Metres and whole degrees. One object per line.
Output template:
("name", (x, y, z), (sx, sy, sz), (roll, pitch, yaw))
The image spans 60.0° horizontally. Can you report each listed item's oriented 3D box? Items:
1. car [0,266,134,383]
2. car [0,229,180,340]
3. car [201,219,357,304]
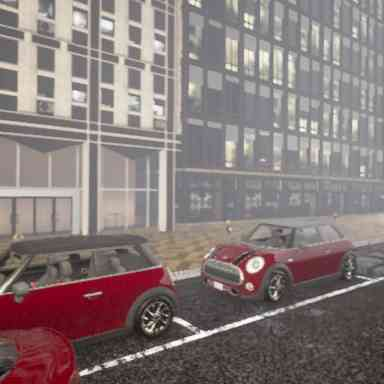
("car", (-2.792, 1.527, 1.386), (4.674, 1.442, 1.812), (0, 0, -36))
("car", (-2.273, 1.440, 4.926), (4.097, 1.590, 1.967), (0, 1, -35))
("car", (2.183, 1.433, 8.106), (4.097, 1.590, 1.967), (0, 1, -35))
